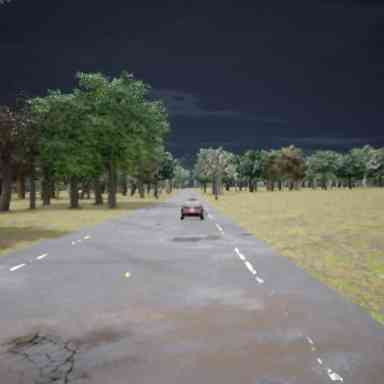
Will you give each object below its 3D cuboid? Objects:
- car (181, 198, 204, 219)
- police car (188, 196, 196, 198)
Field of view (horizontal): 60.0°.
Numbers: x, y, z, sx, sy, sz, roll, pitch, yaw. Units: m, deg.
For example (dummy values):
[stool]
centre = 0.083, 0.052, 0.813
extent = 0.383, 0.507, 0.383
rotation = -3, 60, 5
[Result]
[car]
centre = 0.035, 1.524, 29.418
extent = 2.163, 1.488, 4.792
rotation = 0, 0, 0
[police car]
centre = -0.015, 1.438, 56.149
extent = 2.038, 1.542, 4.974
rotation = 0, 0, 0
